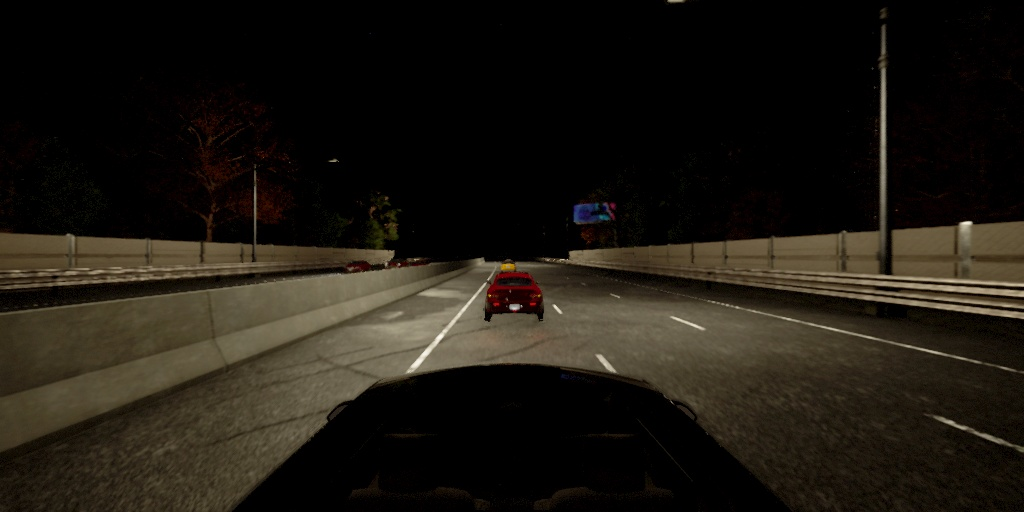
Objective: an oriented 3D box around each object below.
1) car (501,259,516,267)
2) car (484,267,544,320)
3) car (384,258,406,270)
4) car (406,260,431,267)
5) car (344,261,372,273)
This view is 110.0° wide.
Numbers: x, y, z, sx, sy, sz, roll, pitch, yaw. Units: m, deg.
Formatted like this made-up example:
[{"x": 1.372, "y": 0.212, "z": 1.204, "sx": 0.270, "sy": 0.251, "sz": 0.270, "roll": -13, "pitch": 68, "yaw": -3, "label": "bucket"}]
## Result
[{"x": -0.434, "y": 1.188, "z": 43.893, "sx": 1.801, "sy": 1.575, "sz": 5.366, "roll": 0, "pitch": 0, "yaw": -1, "label": "car"}, {"x": 0.065, "y": 1.272, "z": 12.436, "sx": 1.812, "sy": 1.442, "sz": 4.674, "roll": 0, "pitch": 0, "yaw": 0, "label": "car"}, {"x": -14.662, "y": 1.086, "z": 45.738, "sx": 2.097, "sy": 1.767, "sz": 4.553, "roll": 0, "pitch": 0, "yaw": -1, "label": "car"}, {"x": -11.118, "y": 1.260, "z": 43.834, "sx": 1.812, "sy": 1.442, "sz": 4.674, "roll": 0, "pitch": 0, "yaw": -1, "label": "car"}, {"x": -18.088, "y": 1.263, "z": 42.288, "sx": 1.812, "sy": 1.442, "sz": 4.674, "roll": 0, "pitch": 0, "yaw": -1, "label": "car"}]
